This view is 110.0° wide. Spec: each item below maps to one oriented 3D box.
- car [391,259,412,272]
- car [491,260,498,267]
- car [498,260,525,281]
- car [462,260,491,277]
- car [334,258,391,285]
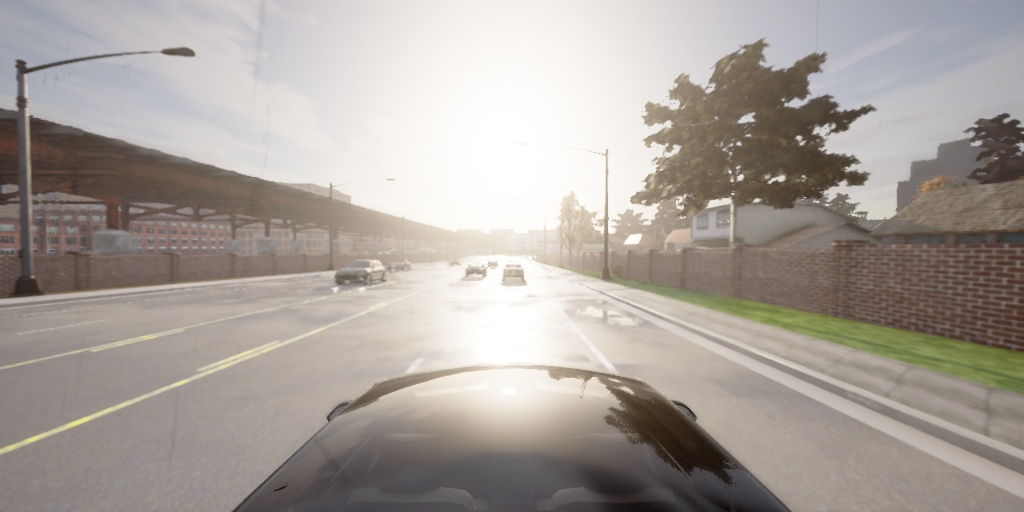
[{"bbox_3d":[-13.995,1.168,44.805,2.128,1.511,4.902,0,0,1],"label":"car"},{"bbox_3d":[-3.322,1.310,63.251,1.895,1.301,4.718,0,0,0],"label":"car"},{"bbox_3d":[0.132,1.285,29.917,2.033,1.411,5.357,0,0,0],"label":"car"},{"bbox_3d":[-3.346,1.322,34.884,1.895,1.301,4.718,0,0,0],"label":"car"},{"bbox_3d":[-10.465,1.050,25.072,2.097,1.767,4.553,0,0,0],"label":"car"}]
